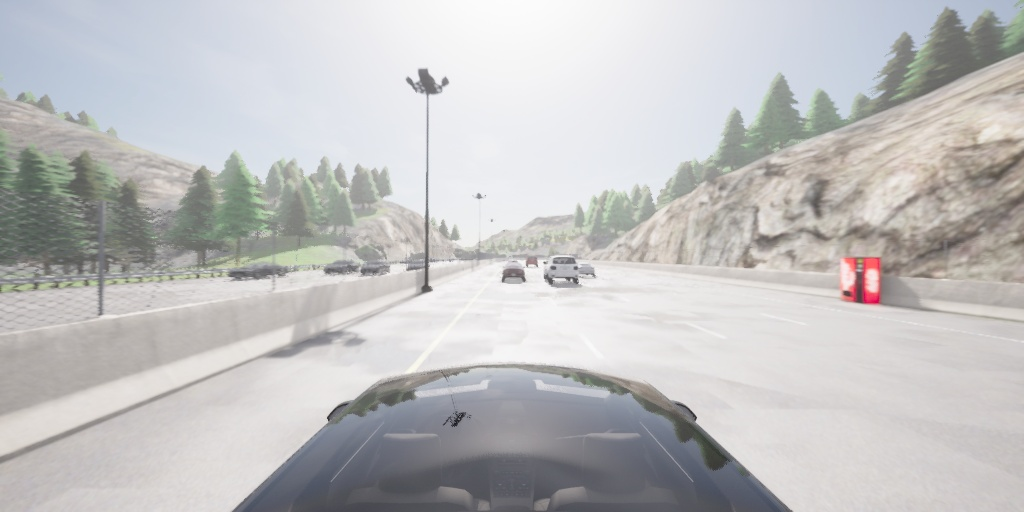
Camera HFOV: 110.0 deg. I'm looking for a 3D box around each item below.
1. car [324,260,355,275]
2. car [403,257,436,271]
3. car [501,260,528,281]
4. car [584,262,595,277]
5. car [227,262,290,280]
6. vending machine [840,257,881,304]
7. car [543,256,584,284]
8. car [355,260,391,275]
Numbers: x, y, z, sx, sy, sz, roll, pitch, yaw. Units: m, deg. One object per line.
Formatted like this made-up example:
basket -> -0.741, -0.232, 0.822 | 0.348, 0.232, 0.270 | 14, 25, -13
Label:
car -> -17.551, 1.161, 37.211 | 1.837, 1.490, 4.892 | 0, 0, 0
car -> -10.521, 1.197, 41.066 | 1.837, 1.490, 4.892 | 0, 0, 1
car -> 0.123, 1.272, 29.693 | 1.812, 1.442, 4.674 | 0, 0, 0
car -> 7.124, 1.306, 36.229 | 1.812, 1.442, 4.674 | 0, 0, 0
car -> -21.064, 1.188, 30.209 | 2.033, 1.411, 5.357 | 0, 0, 0
vending machine -> 15.509, 1.021, 16.002 | 1.100, 2.100, 0.880 | 0, 0, 0
car -> 3.637, 0.986, 27.277 | 2.150, 2.045, 5.566 | 0, 0, 0
car -> -14.051, 1.179, 37.209 | 1.837, 1.490, 4.892 | 0, 0, 0
